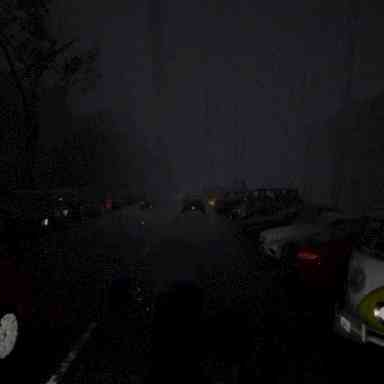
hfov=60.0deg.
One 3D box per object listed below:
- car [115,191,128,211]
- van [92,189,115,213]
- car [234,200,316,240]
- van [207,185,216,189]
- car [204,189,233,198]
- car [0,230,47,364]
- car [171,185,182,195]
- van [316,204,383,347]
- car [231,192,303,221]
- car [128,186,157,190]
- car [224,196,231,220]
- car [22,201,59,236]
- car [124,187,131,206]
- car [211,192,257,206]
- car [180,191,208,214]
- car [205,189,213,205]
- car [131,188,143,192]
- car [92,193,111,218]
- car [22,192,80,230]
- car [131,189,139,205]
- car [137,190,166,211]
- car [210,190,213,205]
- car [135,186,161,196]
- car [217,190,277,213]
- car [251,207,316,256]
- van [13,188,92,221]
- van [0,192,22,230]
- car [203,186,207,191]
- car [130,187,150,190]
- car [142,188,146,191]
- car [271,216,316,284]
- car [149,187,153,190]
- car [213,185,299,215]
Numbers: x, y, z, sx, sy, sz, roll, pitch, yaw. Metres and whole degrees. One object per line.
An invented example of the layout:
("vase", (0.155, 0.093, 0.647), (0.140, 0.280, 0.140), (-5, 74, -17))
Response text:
("car", (-8.149, 0.885, 27.075), (5.008, 1.535, 2.097), (0, 1, 0))
("van", (-8.261, 0.730, 24.373), (4.442, 1.987, 1.878), (0, 1, 0))
("car", (4.425, 1.247, 13.137), (5.008, 1.535, 2.097), (0, 1, 0))
("van", (4.312, 0.362, 38.554), (4.442, 1.987, 1.878), (0, 1, 0))
("car", (4.437, 0.182, 55.510), (4.674, 1.452, 2.002), (0, 2, 0))
("car", (-3.336, 1.452, 2.871), (1.882, 1.535, 5.008), (0, 1, 0))
("car", (-3.226, -0.524, 70.046), (2.150, 2.045, 5.566), (0, 2, 0))
("van", (4.300, 1.212, 4.518), (4.442, 1.987, 1.878), (0, 1, 0))
("car", (4.389, 1.048, 15.958), (4.553, 1.767, 2.185), (0, 1, 0))
("car", (-8.146, 0.222, 52.603), (4.892, 1.521, 2.231), (0, 2, 0))
("car", (4.419, 1.140, 18.787), (4.674, 1.452, 2.002), (0, 1, 0))
("car", (-8.184, 1.278, 13.088), (4.792, 1.488, 2.163), (0, 2, 0))
("car", (-8.174, 0.687, 29.894), (4.553, 1.767, 2.185), (0, 1, 0))
("car", (4.430, 0.701, 35.736), (4.674, 1.452, 2.002), (0, 1, 0))
("car", (0.109, 0.936, 26.890), (1.812, 1.442, 4.674), (0, 1, 0))
("car", (4.241, 0.731, 32.910), (5.366, 1.575, 1.946), (0, 1, 0))
("car", (-8.145, 0.666, 35.542), (5.008, 1.535, 2.097), (0, 1, 0))
("car", (-8.153, 1.030, 21.554), (4.892, 1.521, 2.231), (0, 1, 0))
("car", (-8.119, 1.053, 15.781), (4.553, 1.767, 2.185), (0, 1, 0))
("car", (-8.137, 0.739, 32.720), (5.008, 1.535, 2.097), (0, 2, 0))
("car", (-3.338, 0.869, 29.467), (1.812, 1.442, 4.674), (0, 1, 0))
("car", (4.611, 0.804, 30.085), (5.366, 1.575, 1.946), (0, 1, 0))
("car", (-8.074, -0.143, 61.076), (4.553, 1.767, 2.185), (0, 1, 0))
("car", (4.393, 0.755, 27.257), (4.553, 1.767, 2.185), (0, 1, 0))
("car", (4.421, 1.360, 10.313), (4.674, 1.452, 2.002), (0, 1, 0))
("van", (-8.266, 0.876, 18.724), (4.442, 1.987, 1.878), (0, 2, 0))
("van", (-8.035, 1.096, 10.256), (4.442, 1.987, 1.878), (0, 1, 0))
("car", (4.439, 0.219, 52.683), (5.008, 1.535, 2.097), (0, 2, 0))
("car", (-8.134, 0.516, 41.312), (5.008, 1.535, 2.097), (0, 2, 0))
("car", (-8.169, 0.619, 38.490), (4.792, 1.488, 2.163), (0, 2, 0))
("car", (4.415, 1.429, 7.479), (4.674, 1.452, 2.002), (0, 1, 0))
("car", (-8.133, 0.443, 44.135), (5.008, 1.535, 2.097), (0, 1, 0))
("car", (4.394, 0.776, 21.604), (5.566, 2.045, 2.435), (0, 1, 0))
